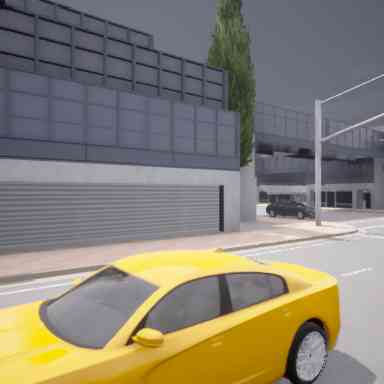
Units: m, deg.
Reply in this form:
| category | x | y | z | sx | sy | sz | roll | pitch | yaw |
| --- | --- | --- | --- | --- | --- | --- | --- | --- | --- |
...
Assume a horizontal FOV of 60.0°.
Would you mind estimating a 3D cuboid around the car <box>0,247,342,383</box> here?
| category | x | y | z | sx | sy | sz | roll | pitch | yaw |
| --- | --- | --- | --- | --- | --- | --- | --- | --- | --- |
| car | -0.329 | 1.477 | 3.771 | 5.008 | 1.535 | 1.882 | 0 | 0 | -36 |

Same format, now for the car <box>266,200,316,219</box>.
| category | x | y | z | sx | sy | sz | roll | pitch | yaw |
| --- | --- | --- | --- | --- | --- | --- | --- | --- | --- |
| car | 8.666 | 1.505 | 28.893 | 1.837 | 1.490 | 4.892 | 0 | 0 | -37 |

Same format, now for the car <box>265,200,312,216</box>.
| category | x | y | z | sx | sy | sz | roll | pitch | yaw |
| --- | --- | --- | --- | --- | --- | --- | --- | --- | --- |
| car | 9.633 | 1.564 | 33.445 | 1.994 | 1.385 | 4.181 | 0 | 0 | -37 |
